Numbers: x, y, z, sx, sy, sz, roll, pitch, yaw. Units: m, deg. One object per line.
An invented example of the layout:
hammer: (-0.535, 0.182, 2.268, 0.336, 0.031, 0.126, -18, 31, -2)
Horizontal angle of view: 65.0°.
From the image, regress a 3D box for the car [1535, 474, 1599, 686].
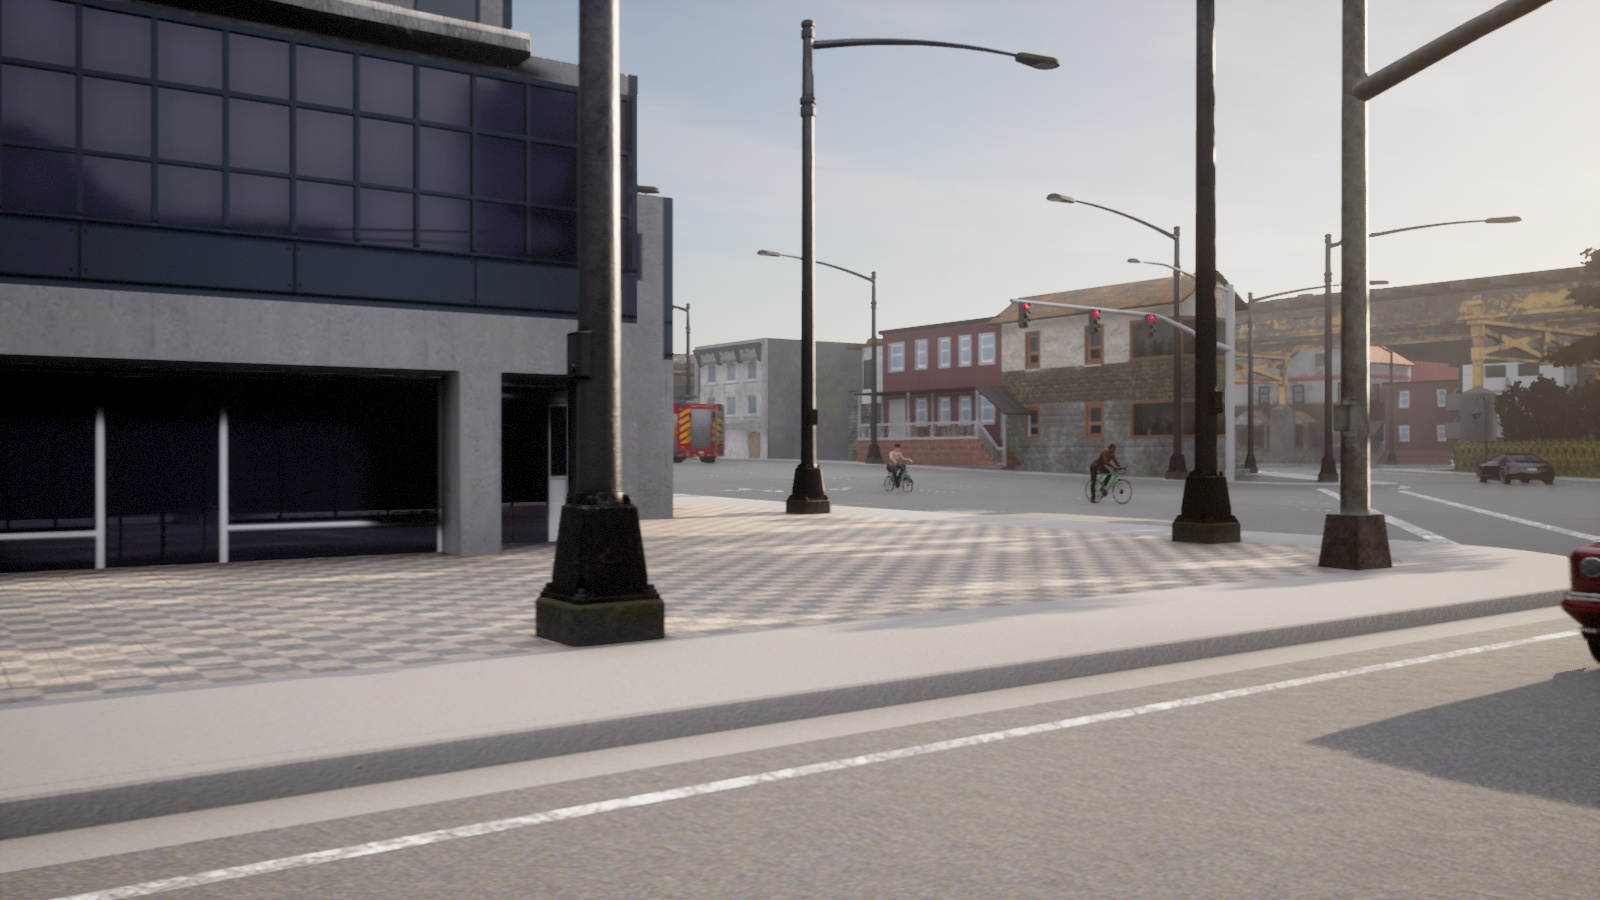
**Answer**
car: (7.238, 0.807, 8.697, 4.718, 1.301, 1.895, 0, 0, -35)

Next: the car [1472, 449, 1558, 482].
car: (31.031, 0.643, 54.638, 1.994, 1.385, 4.181, 0, 0, 10)

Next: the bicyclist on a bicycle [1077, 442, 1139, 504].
bicyclist on a bicycle: (8.257, 0.608, 33.716, 0.582, 1.620, 1.656, 0, 0, -34)

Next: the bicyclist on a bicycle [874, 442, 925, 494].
bicyclist on a bicycle: (3.230, 0.570, 40.806, 0.866, 1.612, 1.509, 0, 1, -35)

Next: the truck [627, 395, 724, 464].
truck: (-7.460, -1.177, 73.951, 2.891, 3.827, 8.468, 0, 0, -26)
